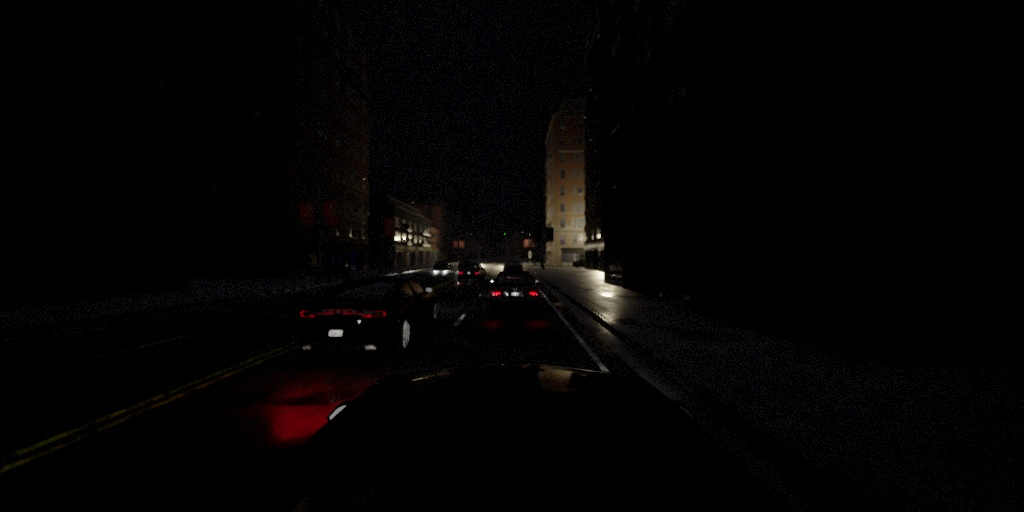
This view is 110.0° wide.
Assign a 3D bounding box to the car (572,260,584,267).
[{"bbox_3d":[12.412,1.334,60.893,4.313,1.339,1.948,0,0,0],"label":"car"}]

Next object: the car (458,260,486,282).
[{"bbox_3d":[-3.143,1.292,28.688,2.033,1.411,5.357,0,0,0],"label":"car"}]

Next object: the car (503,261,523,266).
[{"bbox_3d":[0.108,1.222,35.569,1.882,1.535,5.008,0,0,0],"label":"car"}]

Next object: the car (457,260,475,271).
[{"bbox_3d":[-6.513,1.255,50.909,1.837,1.490,4.892,0,-1,0],"label":"car"}]

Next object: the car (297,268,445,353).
[{"bbox_3d":[-3.149,1.226,8.883,1.882,1.535,5.008,0,0,0],"label":"car"}]

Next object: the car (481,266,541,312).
[{"bbox_3d":[0.103,1.294,14.257,2.033,1.411,5.357,0,0,0],"label":"car"}]

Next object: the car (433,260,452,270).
[{"bbox_3d":[-9.769,1.312,50.518,1.994,1.385,4.181,0,0,0],"label":"car"}]
